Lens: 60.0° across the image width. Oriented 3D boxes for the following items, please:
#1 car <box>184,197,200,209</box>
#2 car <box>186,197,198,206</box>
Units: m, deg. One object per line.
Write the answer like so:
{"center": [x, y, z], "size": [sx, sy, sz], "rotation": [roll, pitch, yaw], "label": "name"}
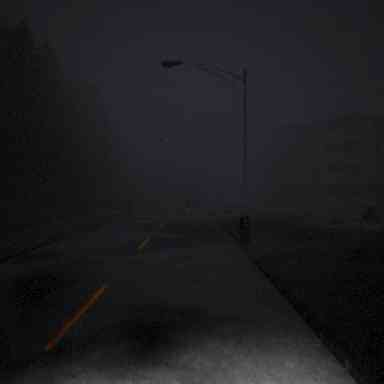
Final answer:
{"center": [0.004, 1.456, 44.762], "size": [2.128, 1.511, 4.902], "rotation": [0, 0, 0], "label": "car"}
{"center": [0.005, 1.504, 55.182], "size": [2.033, 1.411, 5.357], "rotation": [0, 0, 0], "label": "car"}
